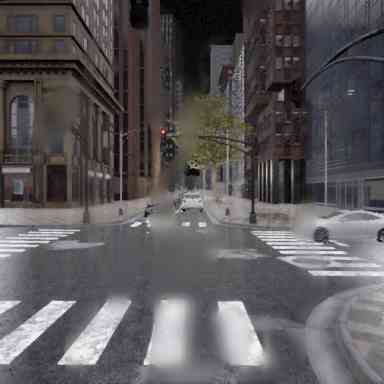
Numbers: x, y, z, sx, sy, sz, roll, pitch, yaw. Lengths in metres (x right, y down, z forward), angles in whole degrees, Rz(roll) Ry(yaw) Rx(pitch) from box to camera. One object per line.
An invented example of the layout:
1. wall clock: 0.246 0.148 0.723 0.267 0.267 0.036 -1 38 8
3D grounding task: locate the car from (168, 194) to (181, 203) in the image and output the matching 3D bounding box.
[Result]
1. car: -3.119 1.192 59.811 2.128 1.511 4.902 0 1 1

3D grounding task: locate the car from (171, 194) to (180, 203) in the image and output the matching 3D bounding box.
1. car: -3.153 1.393 49.415 1.895 1.301 4.718 0 0 0

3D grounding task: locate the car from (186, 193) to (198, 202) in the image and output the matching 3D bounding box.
1. car: 0.018 1.015 63.529 2.097 1.767 4.553 0 1 0

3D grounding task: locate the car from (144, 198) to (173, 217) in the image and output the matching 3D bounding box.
1. car: -3.134 1.490 30.286 1.994 1.385 4.181 0 0 0

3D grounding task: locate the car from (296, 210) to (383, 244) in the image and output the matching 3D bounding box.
1. car: 7.322 1.575 15.694 4.674 1.442 1.812 0 0 0

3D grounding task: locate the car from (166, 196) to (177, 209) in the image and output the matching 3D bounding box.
1. car: -3.144 1.470 39.078 1.895 1.301 4.718 0 0 0

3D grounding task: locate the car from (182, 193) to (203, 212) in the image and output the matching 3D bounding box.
1. car: 0.047 1.101 37.890 2.150 2.045 5.566 0 1 0
